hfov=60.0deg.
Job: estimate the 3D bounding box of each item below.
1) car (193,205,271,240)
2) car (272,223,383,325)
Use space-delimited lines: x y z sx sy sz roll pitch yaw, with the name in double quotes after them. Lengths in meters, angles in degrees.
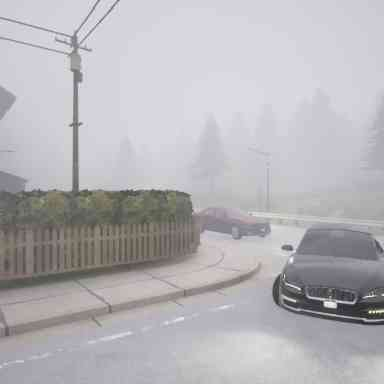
1.938 1.477 17.490 1.882 1.535 5.008 0 0 -33 "car"
3.237 1.505 7.354 1.837 1.490 4.892 0 0 27 "car"
